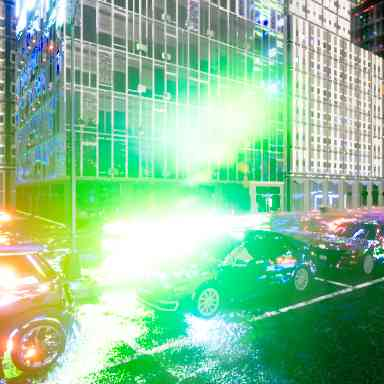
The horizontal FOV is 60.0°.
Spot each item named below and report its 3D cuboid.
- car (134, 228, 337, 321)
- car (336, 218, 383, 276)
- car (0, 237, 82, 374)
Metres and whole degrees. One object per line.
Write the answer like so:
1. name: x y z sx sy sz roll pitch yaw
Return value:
1. car: 0.907 1.551 7.192 4.403 1.369 2.008 0 0 -35
2. car: 5.419 1.546 10.393 4.507 1.381 1.887 0 0 -35
3. car: -3.604 1.440 3.991 4.097 1.590 1.967 0 0 -35
